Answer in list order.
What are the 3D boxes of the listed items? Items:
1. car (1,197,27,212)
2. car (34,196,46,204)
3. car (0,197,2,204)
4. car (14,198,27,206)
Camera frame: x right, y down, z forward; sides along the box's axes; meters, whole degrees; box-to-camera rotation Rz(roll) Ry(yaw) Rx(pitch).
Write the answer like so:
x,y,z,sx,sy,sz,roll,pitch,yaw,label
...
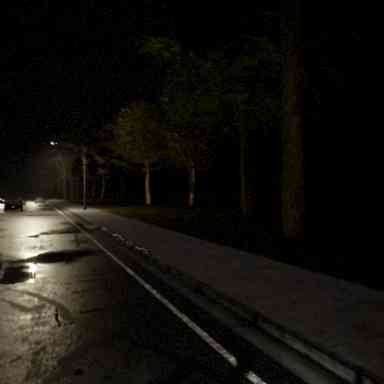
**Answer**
x,y,z,sx,sy,sz,roll,pitch,yaw,label
-21.147,1.525,39.676,1.882,1.535,5.008,0,0,-25,car
-30.692,1.628,67.191,1.812,1.442,4.674,0,0,-26,car
-35.685,1.649,62.561,2.033,1.411,5.357,0,0,-25,car
-28.960,1.690,56.218,1.895,1.301,4.718,0,0,-25,car
